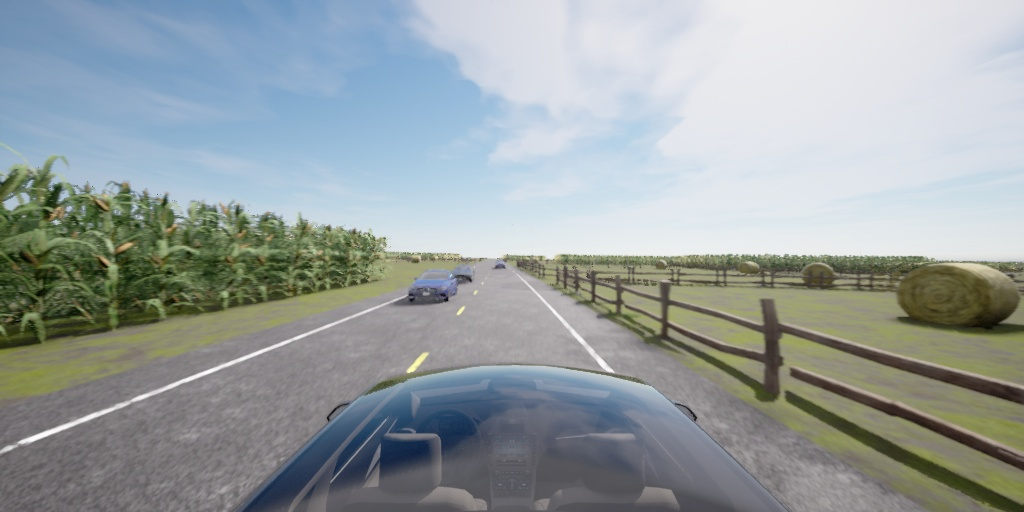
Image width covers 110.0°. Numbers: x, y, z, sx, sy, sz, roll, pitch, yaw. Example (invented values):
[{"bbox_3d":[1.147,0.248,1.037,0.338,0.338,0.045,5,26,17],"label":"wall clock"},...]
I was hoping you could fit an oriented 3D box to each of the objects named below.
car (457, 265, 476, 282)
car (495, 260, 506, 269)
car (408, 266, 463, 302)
[{"bbox_3d":[-4.153,1.472,31.015,2.033,1.411,5.357,0,0,-2],"label":"car"},{"bbox_3d":[-2.059,1.631,64.533,1.812,1.442,4.674,0,0,-3],"label":"car"},{"bbox_3d":[-3.770,1.400,17.862,1.812,1.442,4.674,0,0,-1],"label":"car"}]
